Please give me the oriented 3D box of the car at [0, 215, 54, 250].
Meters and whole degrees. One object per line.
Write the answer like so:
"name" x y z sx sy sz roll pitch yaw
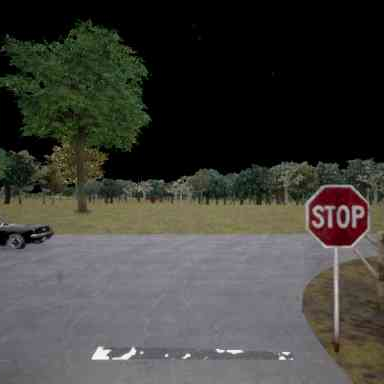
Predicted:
"car" -8.198 1.583 13.470 4.718 1.301 1.895 0 -1 0
